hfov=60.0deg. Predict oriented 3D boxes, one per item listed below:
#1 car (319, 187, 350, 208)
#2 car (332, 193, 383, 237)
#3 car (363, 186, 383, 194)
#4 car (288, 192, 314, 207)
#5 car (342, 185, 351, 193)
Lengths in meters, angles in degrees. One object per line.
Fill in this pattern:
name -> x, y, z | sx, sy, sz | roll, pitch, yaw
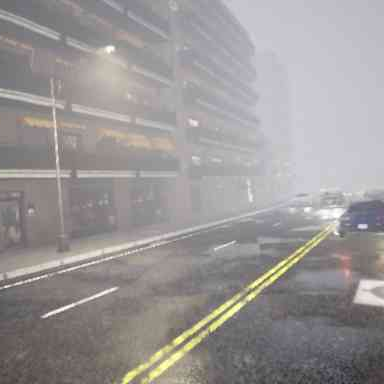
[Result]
car -> 13.254, 0.616, 31.384 | 2.128, 1.511, 4.902 | -4, 0, 29
car -> 7.479, 1.025, 14.297 | 1.812, 1.442, 4.674 | -4, 0, 31
car -> 17.509, 0.425, 31.964 | 1.895, 1.301, 4.718 | -4, 0, 28
car -> 11.644, 0.771, 35.189 | 1.812, 1.442, 4.674 | -4, 0, 29
car -> 31.287, -0.597, 67.639 | 2.128, 1.511, 4.902 | -4, 0, 24
